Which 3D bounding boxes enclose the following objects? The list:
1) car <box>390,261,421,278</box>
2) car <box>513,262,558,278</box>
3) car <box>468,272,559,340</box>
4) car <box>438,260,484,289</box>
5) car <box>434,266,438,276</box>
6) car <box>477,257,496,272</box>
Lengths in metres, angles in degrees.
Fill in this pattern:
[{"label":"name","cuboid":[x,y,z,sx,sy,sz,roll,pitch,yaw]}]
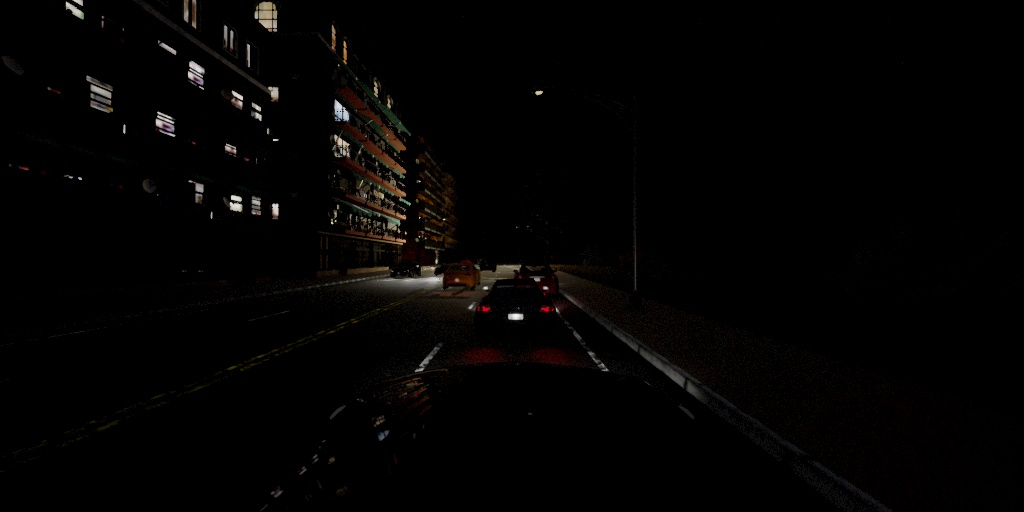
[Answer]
[{"label":"car","cuboid":[-9.825,1.257,33.462,1.837,1.490,4.892,0,0,0]},{"label":"car","cuboid":[1.151,1.103,18.533,2.097,1.767,4.553,0,0,0]},{"label":"car","cuboid":[0.101,1.315,9.954,1.994,1.385,4.181,0,0,0]},{"label":"car","cuboid":[-3.132,1.230,22.983,1.882,1.535,5.008,0,0,0]},{"label":"car","cuboid":[-6.573,1.353,36.257,1.895,1.301,4.718,0,0,0]},{"label":"car","cuboid":[-3.088,1.108,45.669,2.097,1.767,4.553,0,1,-2]}]
